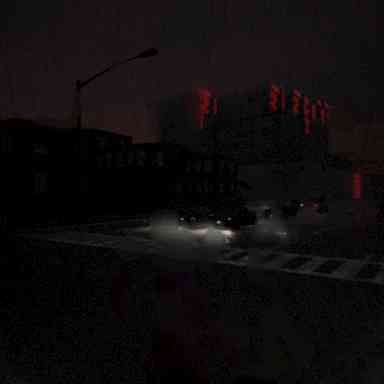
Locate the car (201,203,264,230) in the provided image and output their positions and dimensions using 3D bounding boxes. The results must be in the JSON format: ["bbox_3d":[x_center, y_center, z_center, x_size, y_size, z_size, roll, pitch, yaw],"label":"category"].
[{"bbox_3d":[2.788,1.673,22.100,1.994,1.385,4.181,-1,0,36],"label":"car"}]

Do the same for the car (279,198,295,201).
[{"bbox_3d":[11.471,1.497,40.268,2.097,1.767,4.553,-1,0,36],"label":"car"}]

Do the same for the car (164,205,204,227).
[{"bbox_3d":[0.269,1.692,24.604,2.033,1.411,5.357,-1,0,35],"label":"car"}]

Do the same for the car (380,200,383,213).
[{"bbox_3d":[21.835,1.512,36.422,1.882,1.535,5.008,-1,0,35],"label":"car"}]

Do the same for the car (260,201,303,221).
[{"bbox_3d":[7.842,1.710,29.190,1.895,1.301,4.718,-1,0,36],"label":"car"}]

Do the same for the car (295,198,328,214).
[{"bbox_3d":[13.685,1.461,37.354,2.097,1.767,4.553,-1,0,36],"label":"car"}]
